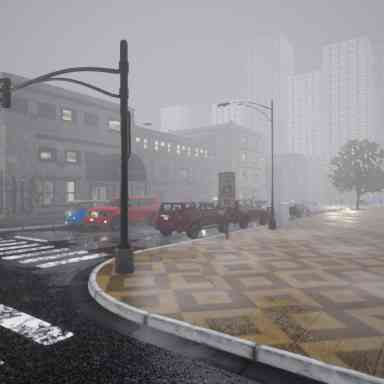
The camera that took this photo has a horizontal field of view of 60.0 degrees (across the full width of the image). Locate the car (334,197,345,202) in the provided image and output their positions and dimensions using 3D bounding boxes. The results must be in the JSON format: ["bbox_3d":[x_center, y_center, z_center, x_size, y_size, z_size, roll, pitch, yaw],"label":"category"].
[{"bbox_3d":[38.055,1.936,85.719,1.887,1.381,4.507,-1,-1,35],"label":"car"}]

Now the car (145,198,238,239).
[{"bbox_3d":[0.137,1.350,17.801,2.192,1.841,5.009,-1,-1,35],"label":"car"}]

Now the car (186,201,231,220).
[{"bbox_3d":[1.592,1.622,29.835,1.812,1.442,4.674,0,0,36],"label":"car"}]

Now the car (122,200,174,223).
[{"bbox_3d":[-3.502,1.531,27.152,1.967,1.590,4.097,-1,-1,35],"label":"car"}]

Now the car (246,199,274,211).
[{"bbox_3d":[9.285,1.723,45.172,2.008,1.369,4.403,-1,-1,35],"label":"car"}]

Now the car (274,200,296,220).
[{"bbox_3d":[6.531,1.616,26.810,1.887,1.381,4.507,-1,-1,35],"label":"car"}]

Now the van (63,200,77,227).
[{"bbox_3d":[-6.699,1.414,22.648,1.690,1.788,3.998,-1,0,35],"label":"van"}]

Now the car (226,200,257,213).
[{"bbox_3d":[6.088,1.701,40.667,2.008,1.369,4.403,-1,-1,35],"label":"car"}]

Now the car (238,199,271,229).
[{"bbox_3d":[3.333,1.368,22.306,2.192,1.841,5.009,-1,-1,35],"label":"car"}]

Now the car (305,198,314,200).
[{"bbox_3d":[22.072,1.816,63.194,2.008,1.369,4.403,-1,-1,35],"label":"car"}]

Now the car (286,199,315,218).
[{"bbox_3d":[9.728,1.657,31.315,1.947,1.339,4.313,-1,-1,35],"label":"car"}]

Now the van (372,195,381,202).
[{"bbox_3d":[44.890,1.694,80.875,1.690,1.788,3.998,-1,-1,35],"label":"van"}]

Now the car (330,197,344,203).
[{"bbox_3d":[34.858,1.915,81.214,2.008,1.369,4.403,-1,-1,35],"label":"car"}]

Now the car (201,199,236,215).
[{"bbox_3d":[2.892,1.570,36.164,1.967,1.590,4.097,-1,-1,35],"label":"car"}]

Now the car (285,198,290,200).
[{"bbox_3d":[15.579,1.742,54.044,1.752,1.417,4.829,-1,-1,35],"label":"car"}]

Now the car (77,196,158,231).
[{"bbox_3d":[-4.246,1.285,21.626,2.150,2.045,5.566,0,0,35],"label":"car"}]

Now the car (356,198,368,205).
[{"bbox_3d":[32.104,1.801,62.851,2.008,1.369,4.403,-1,-1,35],"label":"car"}]

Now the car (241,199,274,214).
[{"bbox_3d":[7.627,1.640,38.330,1.837,1.490,4.892,0,0,36],"label":"car"}]
